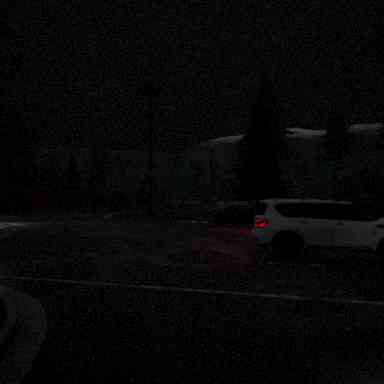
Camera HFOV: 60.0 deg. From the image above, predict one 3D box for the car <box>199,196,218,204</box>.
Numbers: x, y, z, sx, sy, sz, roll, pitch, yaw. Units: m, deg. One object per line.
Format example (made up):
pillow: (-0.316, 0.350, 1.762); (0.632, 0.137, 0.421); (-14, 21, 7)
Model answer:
car: (3.464, 1.664, 69.709); (2.128, 1.511, 4.902); (0, 0, -39)

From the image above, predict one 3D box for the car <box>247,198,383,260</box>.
car: (4.935, 1.268, 11.848); (5.566, 2.045, 2.150); (0, 0, 13)

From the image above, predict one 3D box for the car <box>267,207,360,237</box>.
car: (6.614, 1.596, 18.645); (4.674, 1.442, 1.812); (0, 0, 13)

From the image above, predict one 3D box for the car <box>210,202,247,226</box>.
car: (3.541, 1.631, 22.921); (4.181, 1.385, 1.994); (0, 0, 13)
